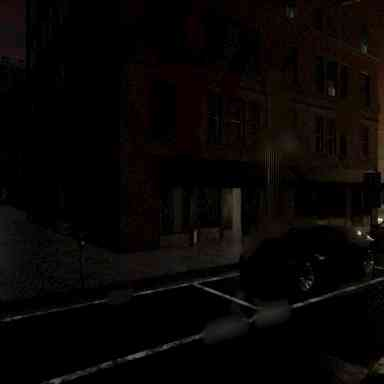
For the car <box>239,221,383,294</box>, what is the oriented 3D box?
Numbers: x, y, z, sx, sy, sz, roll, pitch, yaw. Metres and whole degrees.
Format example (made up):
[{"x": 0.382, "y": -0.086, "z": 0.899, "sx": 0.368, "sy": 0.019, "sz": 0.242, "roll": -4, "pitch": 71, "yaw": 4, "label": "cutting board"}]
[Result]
[{"x": 3.192, "y": 1.566, "z": 8.820, "sx": 4.313, "sy": 1.339, "sz": 1.947, "roll": 0, "pitch": 0, "yaw": -36, "label": "car"}]
